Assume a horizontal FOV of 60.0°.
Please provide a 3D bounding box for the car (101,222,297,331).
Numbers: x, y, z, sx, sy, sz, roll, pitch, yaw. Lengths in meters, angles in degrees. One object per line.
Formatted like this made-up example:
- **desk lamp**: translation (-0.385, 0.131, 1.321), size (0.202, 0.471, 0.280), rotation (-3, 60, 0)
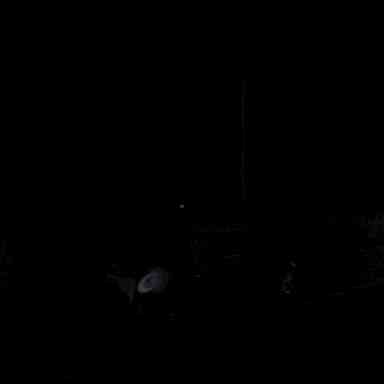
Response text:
- **car**: translation (0.254, 1.451, 6.833), size (4.097, 1.590, 1.967), rotation (0, 0, -35)
